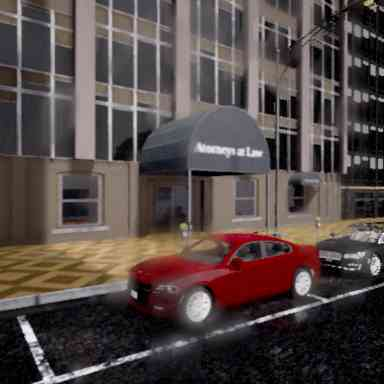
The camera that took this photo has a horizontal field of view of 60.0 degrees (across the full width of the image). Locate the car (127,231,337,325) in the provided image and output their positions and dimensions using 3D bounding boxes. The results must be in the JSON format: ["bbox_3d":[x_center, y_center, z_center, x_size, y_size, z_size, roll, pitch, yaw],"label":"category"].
[{"bbox_3d":[0.849,1.569,7.089,4.507,1.381,1.887,1,-1,-34],"label":"car"}]

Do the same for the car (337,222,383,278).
[{"bbox_3d":[5.539,1.637,10.300,4.403,1.369,2.008,1,-1,-34],"label":"car"}]
